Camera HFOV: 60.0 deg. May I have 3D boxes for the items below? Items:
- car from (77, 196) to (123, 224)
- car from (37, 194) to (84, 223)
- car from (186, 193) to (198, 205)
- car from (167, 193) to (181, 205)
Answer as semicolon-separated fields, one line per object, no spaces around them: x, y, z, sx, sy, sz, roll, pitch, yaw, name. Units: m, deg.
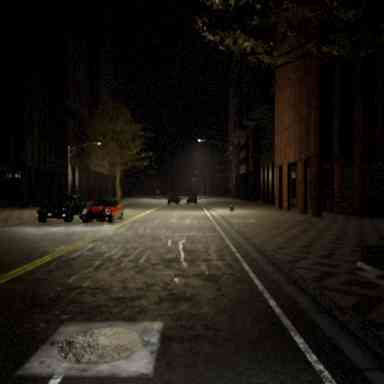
-6.532;1.328;24.669;2.097;1.767;4.553;0;0;1;car
-9.766;1.203;25.613;2.150;2.045;5.566;0;0;0;car
-0.009;1.452;58.315;1.837;1.490;4.892;0;0;0;car
-3.259;1.453;57.898;1.837;1.490;4.892;0;0;0;car
